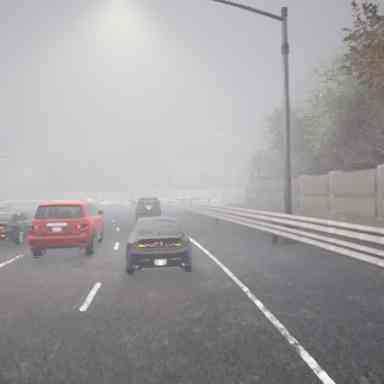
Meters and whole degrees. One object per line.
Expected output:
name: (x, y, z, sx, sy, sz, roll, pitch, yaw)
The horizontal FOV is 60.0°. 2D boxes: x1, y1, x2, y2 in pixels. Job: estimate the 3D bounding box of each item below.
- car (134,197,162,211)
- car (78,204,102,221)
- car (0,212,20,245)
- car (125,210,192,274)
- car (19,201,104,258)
car: (-3.893, 1.439, 29.346, 2.150, 2.045, 5.566, -1, 0, -9)
car: (-10.038, 1.913, 32.580, 1.994, 1.385, 4.181, -1, 0, -20)
car: (-9.140, 1.760, 16.755, 1.837, 1.490, 4.892, -1, 0, -11)
car: (-1.119, 1.580, 10.943, 1.837, 1.490, 4.892, -1, 0, -7)
car: (-5.025, 1.385, 13.961, 2.150, 2.045, 5.566, -1, 0, -9)
